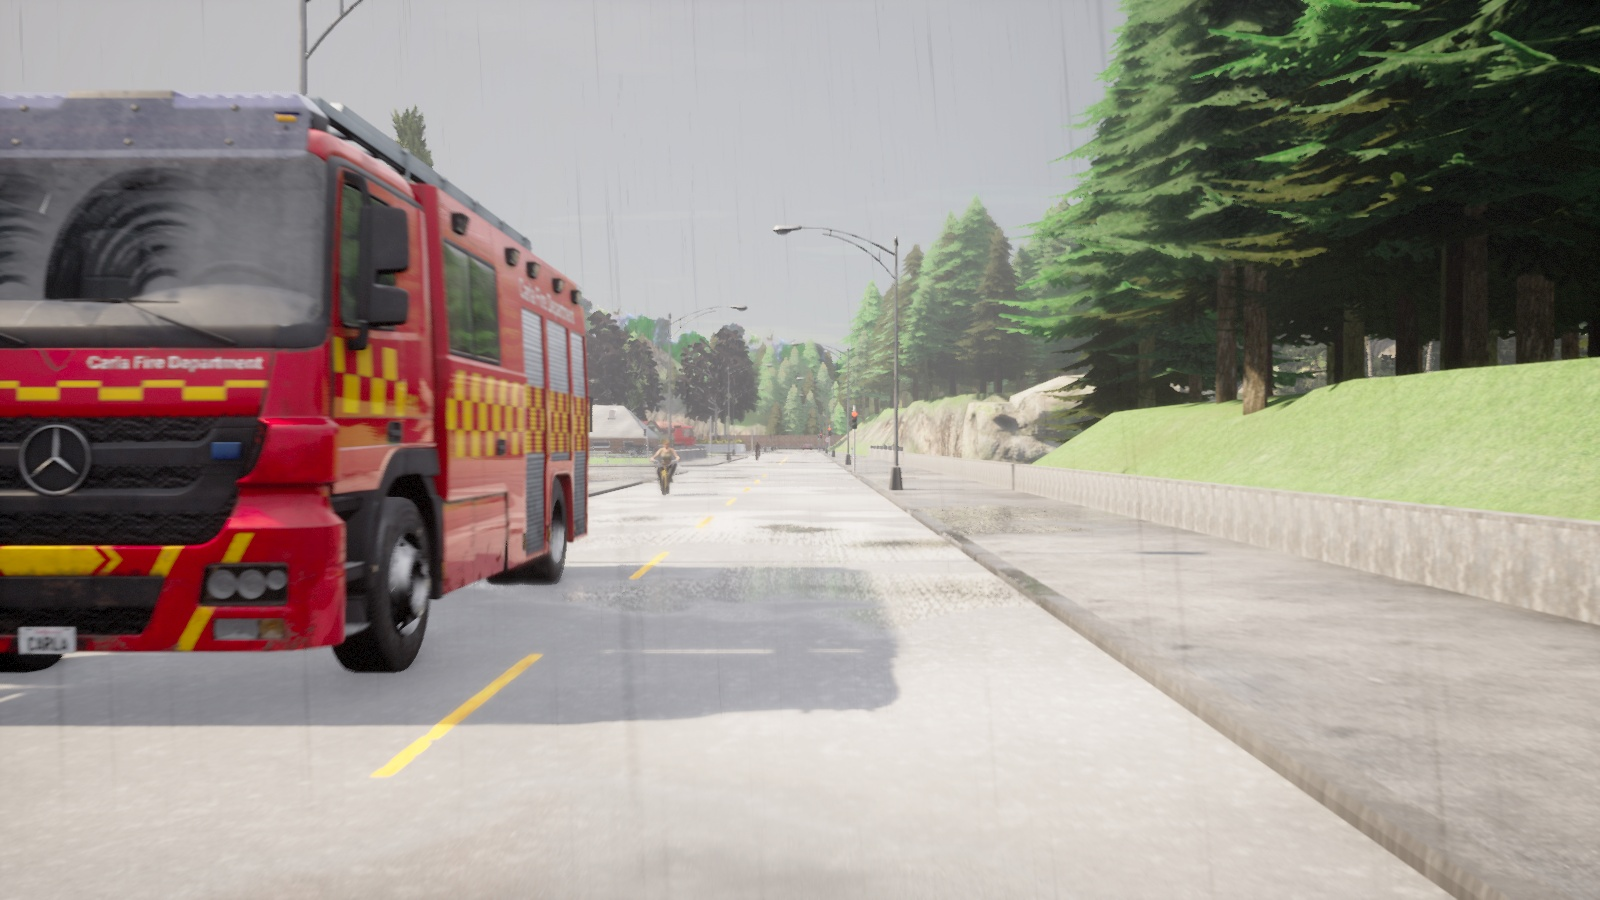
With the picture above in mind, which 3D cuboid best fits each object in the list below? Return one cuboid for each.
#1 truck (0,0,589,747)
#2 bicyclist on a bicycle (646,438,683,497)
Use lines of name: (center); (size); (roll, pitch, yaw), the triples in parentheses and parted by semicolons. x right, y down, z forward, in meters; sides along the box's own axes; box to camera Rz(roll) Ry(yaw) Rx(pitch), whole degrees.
truck: (-3.924, -0.480, 10.397); (2.891, 3.827, 8.468); (0, 0, 0)
bicyclist on a bicycle: (-3.786, 0.481, 35.245); (0.866, 1.612, 1.509); (0, 0, 0)
